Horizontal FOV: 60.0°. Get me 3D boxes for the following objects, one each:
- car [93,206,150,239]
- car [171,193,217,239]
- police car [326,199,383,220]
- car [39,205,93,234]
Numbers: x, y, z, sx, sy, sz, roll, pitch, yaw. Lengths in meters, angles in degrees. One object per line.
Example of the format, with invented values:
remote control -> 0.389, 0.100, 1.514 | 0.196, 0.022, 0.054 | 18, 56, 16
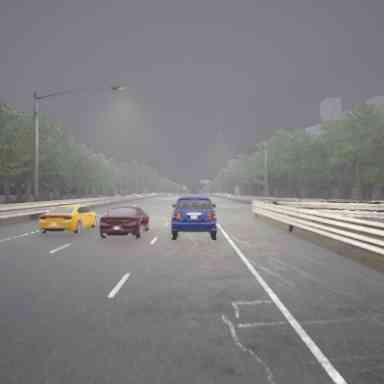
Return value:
car -> -3.397, 1.470, 17.477 | 1.882, 1.535, 5.008 | 0, 0, 0
car -> 0.112, 1.214, 17.503 | 2.150, 2.045, 5.566 | 0, 0, 0
police car -> 13.344, 1.406, 27.463 | 2.038, 1.542, 4.974 | 0, -1, -24
car -> -6.897, 1.468, 19.055 | 1.882, 1.535, 5.008 | 0, 0, 0
